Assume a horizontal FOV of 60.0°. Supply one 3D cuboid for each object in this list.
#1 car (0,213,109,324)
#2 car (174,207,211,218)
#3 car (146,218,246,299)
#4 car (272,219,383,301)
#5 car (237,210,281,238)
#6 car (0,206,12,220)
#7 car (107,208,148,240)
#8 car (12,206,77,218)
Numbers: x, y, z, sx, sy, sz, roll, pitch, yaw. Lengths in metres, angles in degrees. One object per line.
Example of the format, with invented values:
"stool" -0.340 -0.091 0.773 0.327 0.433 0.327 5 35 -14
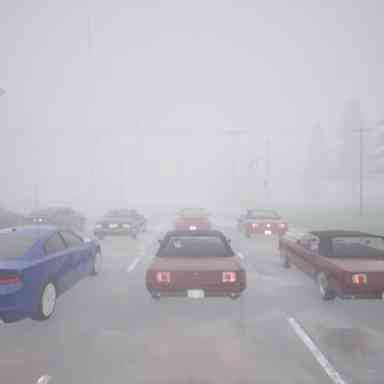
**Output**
"car" -3.439 1.466 7.267 1.882 1.535 5.008 0 0 0
"car" 0.033 1.497 17.582 1.812 1.442 4.674 0 0 0
"car" 0.068 1.587 8.353 1.895 1.301 4.718 0 0 0
"car" 3.571 1.588 8.214 1.895 1.301 4.718 0 0 0
"car" 3.534 1.573 17.566 1.895 1.301 4.718 0 0 1
"car" -10.466 1.464 17.290 2.128 1.511 4.902 0 0 0
"car" -3.464 1.520 16.915 2.033 1.411 5.357 0 0 0
"car" -6.966 1.478 17.190 1.837 1.490 4.892 0 0 0
